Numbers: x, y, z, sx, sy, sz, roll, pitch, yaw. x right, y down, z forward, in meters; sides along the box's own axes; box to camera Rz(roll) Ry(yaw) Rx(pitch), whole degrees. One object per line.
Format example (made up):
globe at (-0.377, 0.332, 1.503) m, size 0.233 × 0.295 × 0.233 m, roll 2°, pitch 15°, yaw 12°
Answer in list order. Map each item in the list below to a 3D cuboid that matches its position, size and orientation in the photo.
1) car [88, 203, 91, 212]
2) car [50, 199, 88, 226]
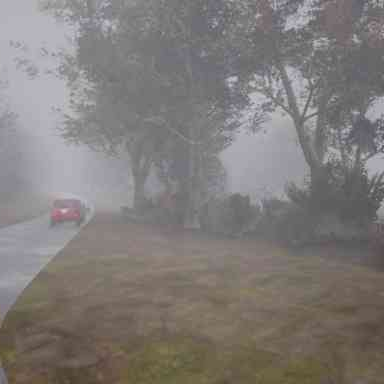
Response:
car at (-15.112, 2.080, 46.239) m, size 1.895 × 1.301 × 4.718 m, roll -1°, pitch 1°, yaw -16°
car at (-9.993, 1.596, 26.955) m, size 2.150 × 2.045 × 5.566 m, roll -1°, pitch -1°, yaw -14°
